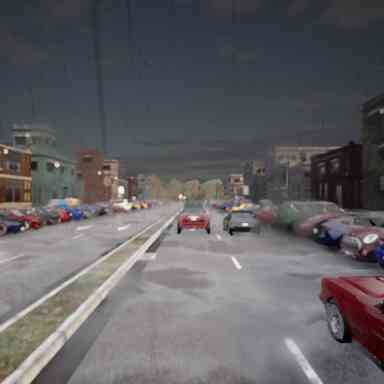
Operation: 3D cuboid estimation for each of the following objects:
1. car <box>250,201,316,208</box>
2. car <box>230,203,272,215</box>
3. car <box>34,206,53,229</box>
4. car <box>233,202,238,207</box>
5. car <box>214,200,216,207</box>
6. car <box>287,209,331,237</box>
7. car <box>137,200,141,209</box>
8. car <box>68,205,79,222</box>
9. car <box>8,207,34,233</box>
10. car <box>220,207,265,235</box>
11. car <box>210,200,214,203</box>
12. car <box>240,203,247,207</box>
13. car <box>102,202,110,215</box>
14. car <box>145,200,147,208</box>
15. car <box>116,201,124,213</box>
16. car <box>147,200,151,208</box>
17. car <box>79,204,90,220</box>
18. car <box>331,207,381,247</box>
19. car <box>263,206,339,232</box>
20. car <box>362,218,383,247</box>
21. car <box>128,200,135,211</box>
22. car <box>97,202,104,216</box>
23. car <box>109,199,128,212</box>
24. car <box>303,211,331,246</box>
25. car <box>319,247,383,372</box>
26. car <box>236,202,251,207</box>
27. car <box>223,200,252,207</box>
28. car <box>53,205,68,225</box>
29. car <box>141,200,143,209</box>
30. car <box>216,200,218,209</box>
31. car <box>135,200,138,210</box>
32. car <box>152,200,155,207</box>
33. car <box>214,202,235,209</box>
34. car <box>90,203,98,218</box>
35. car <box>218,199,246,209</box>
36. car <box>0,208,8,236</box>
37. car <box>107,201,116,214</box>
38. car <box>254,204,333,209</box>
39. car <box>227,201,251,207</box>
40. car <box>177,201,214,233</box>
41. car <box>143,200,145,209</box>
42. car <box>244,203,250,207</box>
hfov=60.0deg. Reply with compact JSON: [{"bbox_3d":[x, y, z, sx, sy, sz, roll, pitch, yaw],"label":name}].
[{"bbox_3d":[7.618,1.820,28.163,4.553,1.767,2.185,0,-1,0],"label":"car"},{"bbox_3d":[7.838,2.279,44.706,5.366,1.575,1.946,0,-1,0],"label":"car"},{"bbox_3d":[-12.756,1.856,23.113,5.008,1.535,2.097,0,-1,0],"label":"car"},{"bbox_3d":[7.623,2.195,39.185,4.792,1.488,2.163,0,-1,0],"label":"car"},{"bbox_3d":[7.609,2.913,69.641,4.674,1.452,2.002,0,-1,0],"label":"car"},{"bbox_3d":[7.643,1.786,17.133,4.674,1.452,2.002,0,-1,0],"label":"car"},{"bbox_3d":[-12.636,2.708,62.136,4.792,1.488,2.163,0,-1,0],"label":"car"},{"bbox_3d":[-12.768,1.991,28.670,4.792,1.488,2.163,0,-1,0],"label":"car"},{"bbox_3d":[-12.728,1.834,20.335,4.792,1.488,2.163,0,-1,0],"label":"car"},{"bbox_3d":[3.106,1.906,21.440,1.994,1.385,4.181,0,-1,0],"label":"car"},{"bbox_3d":[7.574,2.756,75.032,5.566,2.045,2.435,0,-1,0],"label":"car"},{"bbox_3d":[7.648,2.094,33.709,4.674,1.452,2.002,0,-1,0],"label":"car"},{"bbox_3d":[-12.743,2.214,39.784,4.792,1.488,2.163,0,-1,0],"label":"car"},{"bbox_3d":[-12.652,2.872,70.347,5.008,1.535,2.097,0,-1,0],"label":"car"},{"bbox_3d":[-12.693,2.402,48.118,4.674,1.452,2.002,0,-1,0],"label":"car"},{"bbox_3d":[-12.650,3.006,76.021,5.008,1.535,2.097,0,-1,0],"label":"car"},{"bbox_3d":[-12.727,2.019,31.574,5.008,1.535,2.097,0,-1,0],"label":"car"},{"bbox_3d":[7.676,1.525,11.622,4.553,1.767,2.185,0,-1,0],"label":"car"},{"bbox_3d":[7.618,1.873,22.648,4.792,1.488,2.163,0,-1,0],"label":"car"},{"bbox_3d":[7.638,1.603,8.862,5.008,1.535,2.097,0,-1,0],"label":"car"},{"bbox_3d":[-12.712,2.235,53.806,5.566,2.045,2.435,0,-1,0],"label":"car"},{"bbox_3d":[-12.718,2.168,37.006,4.674,1.452,2.002,0,-1,0],"label":"car"},{"bbox_3d":[-12.722,2.299,50.991,4.553,1.767,2.185,0,-1,0],"label":"car"},{"bbox_3d":[7.674,1.728,14.376,4.792,1.488,2.163,0,-1,0],"label":"car"},{"bbox_3d":[3.102,1.645,3.618,1.895,1.301,4.718,0,-1,0],"label":"car"},{"bbox_3d":[7.622,2.138,36.431,4.792,1.488,2.163,0,-1,0],"label":"car"},{"bbox_3d":[7.829,2.401,50.219,5.366,1.575,1.946,0,-1,0],"label":"car"},{"bbox_3d":[-12.738,1.910,25.893,4.892,1.521,2.231,0,-1,0],"label":"car"},{"bbox_3d":[-12.844,2.740,64.916,5.366,1.575,1.946,0,-1,0],"label":"car"},{"bbox_3d":[7.615,2.731,63.999,5.008,1.535,2.097,0,-1,0],"label":"car"},{"bbox_3d":[-12.642,2.643,59.359,4.792,1.488,2.163,0,-1,0],"label":"car"},{"bbox_3d":[-12.621,2.885,81.584,5.566,2.045,2.435,0,-1,0],"label":"car"},{"bbox_3d":[7.600,3.115,77.782,4.674,1.452,2.002,0,-1,0],"label":"car"},{"bbox_3d":[-12.732,2.075,34.353,4.892,1.521,2.231,0,-1,0],"label":"car"},{"bbox_3d":[7.606,2.280,55.735,5.566,2.045,2.435,0,-1,0],"label":"car"},{"bbox_3d":[-12.736,1.628,17.567,4.553,1.767,2.185,0,-1,0],"label":"car"},{"bbox_3d":[-12.715,2.244,42.564,4.892,1.521,2.231,0,-1,0],"label":"car"},{"bbox_3d":[7.643,1.894,25.404,5.008,1.535,2.097,0,-1,0],"label":"car"},{"bbox_3d":[7.468,2.220,41.943,5.366,1.575,1.946,0,-1,0],"label":"car"},{"bbox_3d":[0.108,1.712,22.500,2.097,1.767,4.553,0,-1,0],"label":"car"},{"bbox_3d":[-12.682,2.839,67.692,4.792,1.488,2.163,0,-1,0],"label":"car"},{"bbox_3d":[7.679,2.028,30.916,4.792,1.488,2.163,0,-1,0],"label":"car"}]
